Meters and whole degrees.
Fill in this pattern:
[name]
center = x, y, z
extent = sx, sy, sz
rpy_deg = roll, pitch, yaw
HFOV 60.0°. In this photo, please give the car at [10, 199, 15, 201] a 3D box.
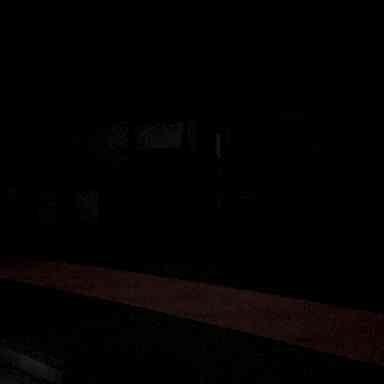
[car]
center = -17.412, 1.368, 33.338
extent = 1.812, 1.442, 4.674
rpy_deg = 0, 0, 23
